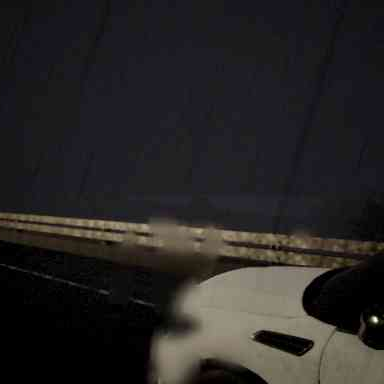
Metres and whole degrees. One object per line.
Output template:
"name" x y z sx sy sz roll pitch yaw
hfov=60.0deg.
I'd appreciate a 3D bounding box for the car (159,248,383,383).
"car" 2.345 1.223 2.327 5.566 2.045 2.150 0 0 35
